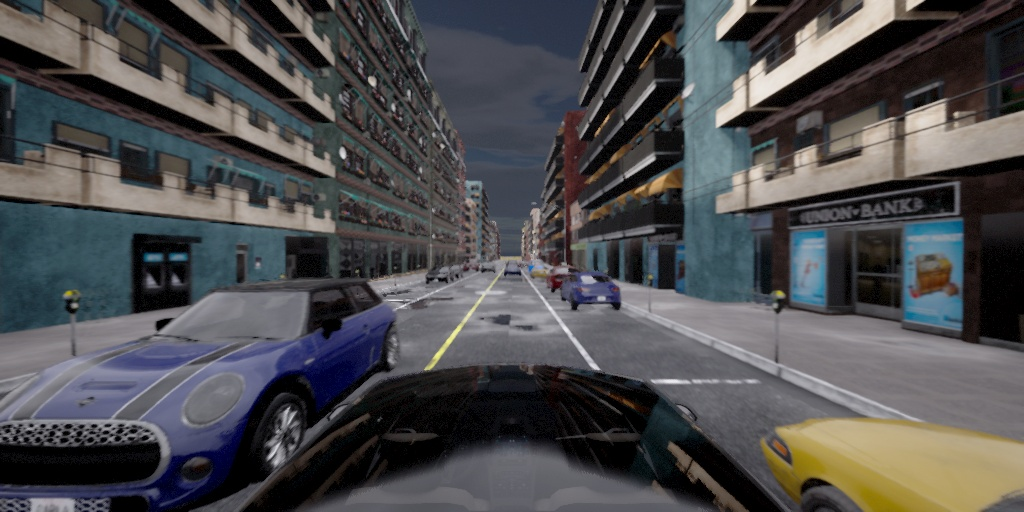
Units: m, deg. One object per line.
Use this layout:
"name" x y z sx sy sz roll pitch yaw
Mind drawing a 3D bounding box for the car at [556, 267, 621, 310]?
"car" 3.151 1.345 14.921 1.812 1.442 4.674 0 0 0

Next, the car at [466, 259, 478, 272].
"car" -5.688 1.344 51.647 2.192 1.841 5.009 0 0 0

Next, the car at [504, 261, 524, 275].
"car" 0.082 1.534 42.129 1.994 1.385 4.181 0 -1 0

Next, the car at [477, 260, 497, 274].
"car" -3.075 1.505 47.056 1.837 1.490 4.892 0 0 0

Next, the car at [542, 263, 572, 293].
"car" 3.142 1.335 21.922 1.882 1.535 5.008 0 0 0

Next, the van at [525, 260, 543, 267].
"van" 2.693 1.302 40.274 1.690 1.789 3.998 0 0 0

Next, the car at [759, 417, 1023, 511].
"car" 2.690 1.269 0.652 1.751 1.417 4.829 0 0 0

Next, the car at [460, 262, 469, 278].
"car" -5.688 1.494 34.593 1.948 1.339 4.313 0 0 0

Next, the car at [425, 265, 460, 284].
"car" -5.688 1.462 28.909 1.948 1.339 4.313 0 0 0

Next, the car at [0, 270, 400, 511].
"car" -3.099 1.117 4.662 2.097 1.767 4.553 0 0 0

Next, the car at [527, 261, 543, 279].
"car" 2.692 1.454 34.759 1.751 1.417 4.829 0 0 0
